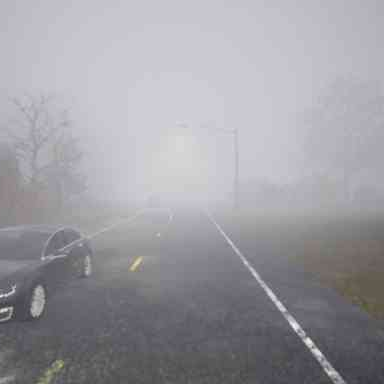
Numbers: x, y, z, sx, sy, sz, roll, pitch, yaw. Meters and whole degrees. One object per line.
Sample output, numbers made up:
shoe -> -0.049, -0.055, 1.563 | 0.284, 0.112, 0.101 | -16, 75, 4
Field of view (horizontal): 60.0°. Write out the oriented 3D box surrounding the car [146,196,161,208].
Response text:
car -> -5.781, 1.414, 49.583 | 2.097, 1.767, 4.553 | 0, 0, -7

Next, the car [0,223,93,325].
car -> -3.609, 1.521, 7.307 | 1.837, 1.490, 4.892 | 0, 0, 0
